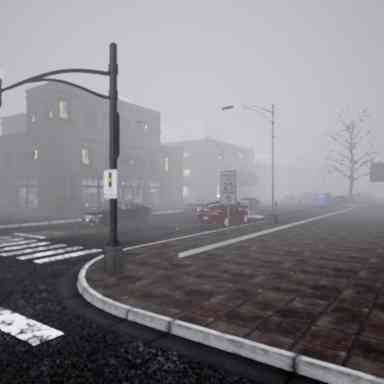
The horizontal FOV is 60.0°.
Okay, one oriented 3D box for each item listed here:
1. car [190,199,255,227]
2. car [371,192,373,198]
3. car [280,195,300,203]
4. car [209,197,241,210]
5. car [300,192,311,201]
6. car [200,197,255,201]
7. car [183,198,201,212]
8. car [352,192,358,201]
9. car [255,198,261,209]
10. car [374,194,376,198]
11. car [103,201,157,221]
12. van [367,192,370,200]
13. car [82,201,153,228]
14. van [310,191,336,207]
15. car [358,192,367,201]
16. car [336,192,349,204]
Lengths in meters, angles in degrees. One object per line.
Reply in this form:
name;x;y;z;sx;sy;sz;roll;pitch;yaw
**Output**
car;2.098;1.397;21.496;1.887;1.381;4.507;0;1;35
car;39.102;0.967;75.085;1.887;1.381;4.507;0;1;35
car;16.506;1.191;57.110;1.802;1.307;4.206;0;1;35
car;3.946;1.323;38.921;1.947;1.339;4.313;0;1;35
car;22.786;0.852;66.203;2.192;1.841;5.009;0;1;35
car;3.037;1.296;27.467;1.882;1.535;5.008;0;0;35
car;0.806;1.345;34.374;2.008;1.369;4.403;0;1;35
car;26.542;1.109;56.896;1.887;1.381;4.507;0;1;35
car;6.331;1.277;37.810;1.812;1.442;4.674;0;0;35
car;45.367;0.786;84.155;1.967;1.590;4.097;0;1;35
car;-4.799;1.443;26.258;1.802;1.307;4.206;0;1;35
van;35.962;0.799;70.536;1.690;1.788;3.998;0;1;35
car;-4.818;1.373;21.682;2.128;1.511;4.902;0;1;35
van;17.122;1.015;43.252;1.690;1.788;3.998;0;1;35
car;32.822;0.933;65.990;1.967;1.590;4.097;0;1;35
car;23.402;1.167;52.349;1.947;1.339;4.313;0;1;35
